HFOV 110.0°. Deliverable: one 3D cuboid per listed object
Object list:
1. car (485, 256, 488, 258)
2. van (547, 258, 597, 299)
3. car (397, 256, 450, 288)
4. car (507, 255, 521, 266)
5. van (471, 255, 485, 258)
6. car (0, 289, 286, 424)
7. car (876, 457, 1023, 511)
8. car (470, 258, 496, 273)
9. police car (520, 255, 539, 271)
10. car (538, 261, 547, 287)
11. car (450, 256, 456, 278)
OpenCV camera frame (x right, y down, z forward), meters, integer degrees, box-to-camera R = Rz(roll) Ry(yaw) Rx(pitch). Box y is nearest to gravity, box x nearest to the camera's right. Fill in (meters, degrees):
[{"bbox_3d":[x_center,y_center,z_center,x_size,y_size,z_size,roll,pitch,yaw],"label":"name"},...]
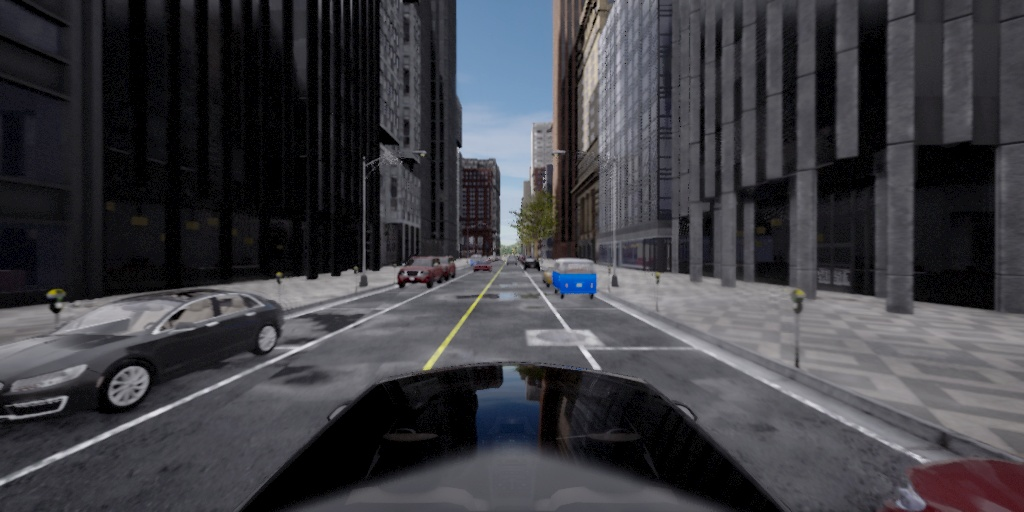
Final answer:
[{"bbox_3d":[-5.648,0.970,62.278,1.948,1.339,4.313,0,0,0],"label":"car"},{"bbox_3d":[2.863,1.013,17.143,1.690,1.789,3.998,0,0,0],"label":"van"},{"bbox_3d":[-5.661,0.954,22.808,2.192,1.841,5.009,0,0,0],"label":"car"},{"bbox_3d":[0.020,0.952,62.347,2.033,1.411,5.357,0,0,0],"label":"car"},{"bbox_3d":[-5.650,0.773,56.640,1.690,1.789,3.998,0,0,0],"label":"van"},{"bbox_3d":[-5.666,1.281,5.888,2.007,1.370,4.403,0,0,0],"label":"car"},{"bbox_3d":[2.858,1.339,0.223,1.802,1.307,4.207,0,0,0],"label":"car"},{"bbox_3d":[-3.078,1.140,38.470,1.895,1.301,4.718,0,0,0],"label":"car"},{"bbox_3d":[2.380,0.929,44.031,1.930,1.638,5.238,0,0,0],"label":"police car"},{"bbox_3d":[2.866,1.165,22.956,1.751,1.417,4.829,0,0,0],"label":"car"},{"bbox_3d":[-5.659,0.920,28.448,2.192,1.841,5.009,0,0,0],"label":"car"}]
